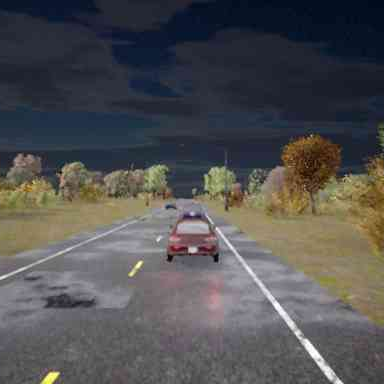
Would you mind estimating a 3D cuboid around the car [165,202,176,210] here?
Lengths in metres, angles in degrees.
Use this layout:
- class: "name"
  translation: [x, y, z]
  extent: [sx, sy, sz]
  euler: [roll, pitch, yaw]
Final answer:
- class: "car"
  translation: [-3.544, 2.348, 56.721]
  extent: [2.033, 1.411, 5.357]
  euler: [0, -1, 1]

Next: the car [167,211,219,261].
- class: "car"
  translation: [0.049, 1.705, 12.955]
  extent: [1.812, 1.442, 4.674]
  euler: [0, -1, 1]

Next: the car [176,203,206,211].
- class: "car"
  translation: [0.047, 1.729, 27.217]
  extent: [2.097, 1.767, 4.553]
  euler: [0, -1, 1]
